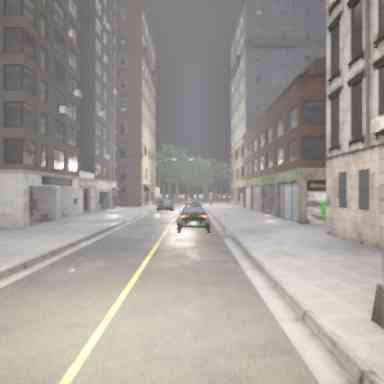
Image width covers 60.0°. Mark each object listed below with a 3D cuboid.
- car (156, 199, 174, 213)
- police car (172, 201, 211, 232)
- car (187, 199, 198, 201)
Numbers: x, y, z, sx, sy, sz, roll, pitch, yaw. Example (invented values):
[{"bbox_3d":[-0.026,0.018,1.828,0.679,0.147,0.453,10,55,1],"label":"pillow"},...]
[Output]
[{"bbox_3d":[-3.086,1.560,39.150,1.882,1.535,5.008,0,0,0],"label":"car"},{"bbox_3d":[0.097,1.543,20.484,2.038,1.542,4.974,0,-1,0],"label":"police car"},{"bbox_3d":[0.087,1.578,41.201,2.128,1.511,4.902,0,0,0],"label":"car"}]
